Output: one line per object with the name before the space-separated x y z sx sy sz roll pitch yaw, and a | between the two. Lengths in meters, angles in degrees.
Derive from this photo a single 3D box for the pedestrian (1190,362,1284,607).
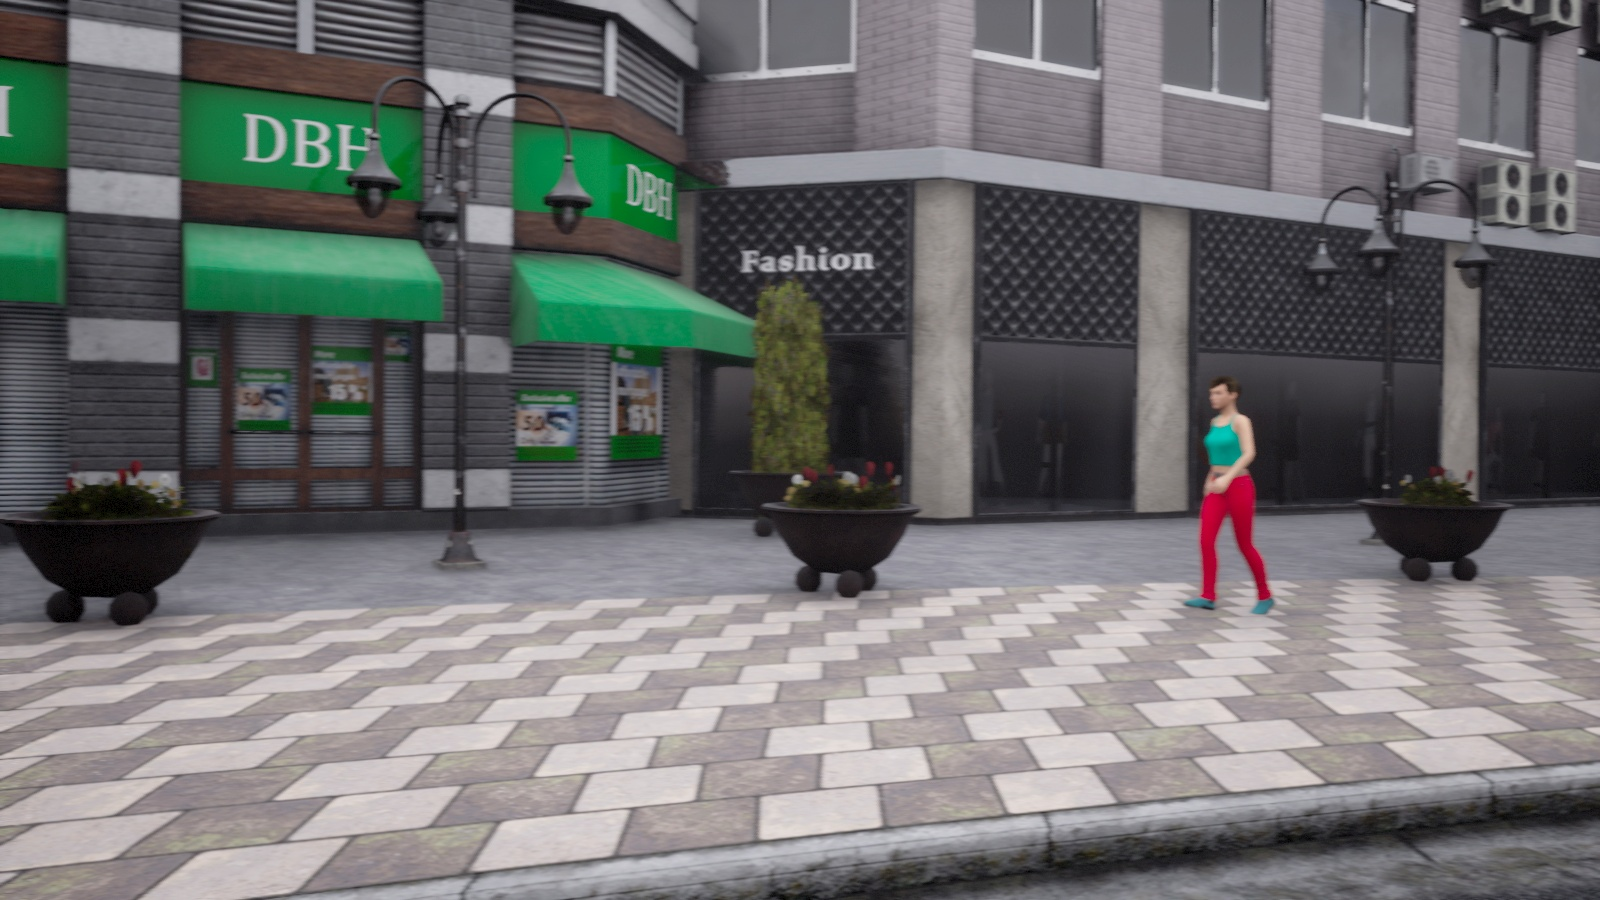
pedestrian | 3.368 0.253 9.686 0.594 1.836 0.345 -1 1 -20
